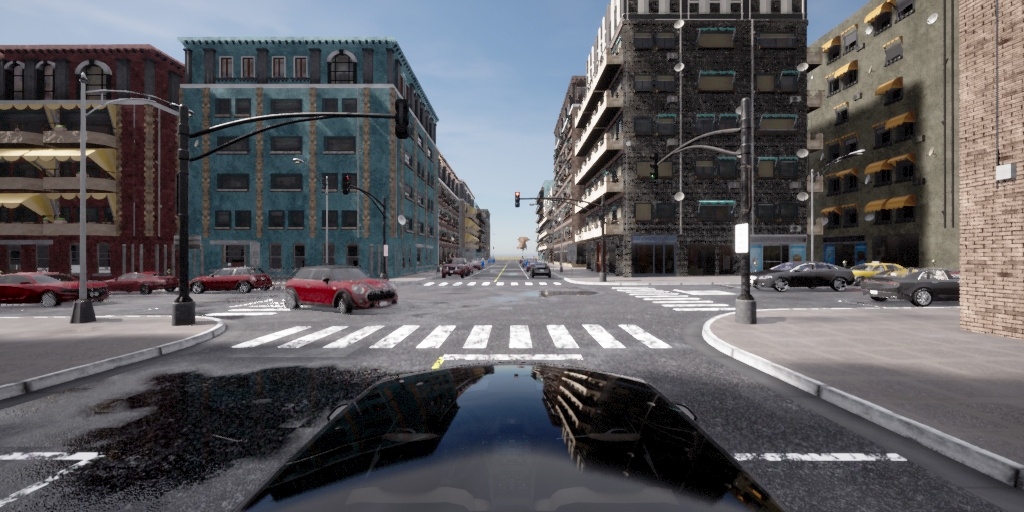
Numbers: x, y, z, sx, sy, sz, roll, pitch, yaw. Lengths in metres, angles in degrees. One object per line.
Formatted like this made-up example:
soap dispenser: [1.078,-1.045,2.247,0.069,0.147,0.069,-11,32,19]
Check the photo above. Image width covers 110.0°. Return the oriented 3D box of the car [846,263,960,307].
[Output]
car: [15.627,1.082,13.298,4.403,1.370,2.007,0,0,1]

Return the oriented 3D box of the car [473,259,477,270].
car: [-5.229,1.289,39.191,1.888,1.381,4.507,0,0,0]

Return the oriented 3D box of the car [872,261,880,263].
car: [21.177,1.000,21.123,4.829,1.417,1.751,0,0,1]

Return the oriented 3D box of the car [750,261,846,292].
car: [14.929,1.041,18.723,4.902,1.511,2.128,-1,0,1]

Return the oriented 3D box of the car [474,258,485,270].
car: [-5.202,1.283,50.295,1.888,1.381,4.507,0,0,0]

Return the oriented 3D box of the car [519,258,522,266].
car: [2.705,1.171,61.381,1.967,1.591,4.097,0,0,0]

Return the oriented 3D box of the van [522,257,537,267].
van: [2.678,1.078,50.277,1.690,1.789,3.998,0,0,0]

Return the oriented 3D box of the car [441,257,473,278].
car: [-5.242,1.060,33.639,2.192,1.841,5.009,0,0,0]

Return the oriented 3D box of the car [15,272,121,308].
car: [-21.246,1.470,16.136,5.008,1.535,1.882,-1,0,1]

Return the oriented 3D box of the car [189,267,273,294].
car: [-16.861,1.388,21.515,4.097,1.591,1.967,0,0,1]

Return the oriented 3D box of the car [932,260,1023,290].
car: [25.257,0.947,18.618,4.674,1.442,1.812,-1,0,1]

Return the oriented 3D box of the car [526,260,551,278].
car: [2.638,1.311,33.621,1.948,1.339,4.313,0,0,0]

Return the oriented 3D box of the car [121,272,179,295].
car: [-22.410,1.599,21.567,4.207,1.307,1.802,0,0,1]

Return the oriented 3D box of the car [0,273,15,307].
car: [-22.467,1.443,13.682,4.097,1.591,1.967,0,0,1]

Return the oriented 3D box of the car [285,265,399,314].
car: [-6.633,1.160,13.966,4.553,1.767,2.097,-1,0,27]

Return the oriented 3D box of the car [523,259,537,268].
car: [2.665,1.323,44.725,1.802,1.307,4.207,0,0,0]
